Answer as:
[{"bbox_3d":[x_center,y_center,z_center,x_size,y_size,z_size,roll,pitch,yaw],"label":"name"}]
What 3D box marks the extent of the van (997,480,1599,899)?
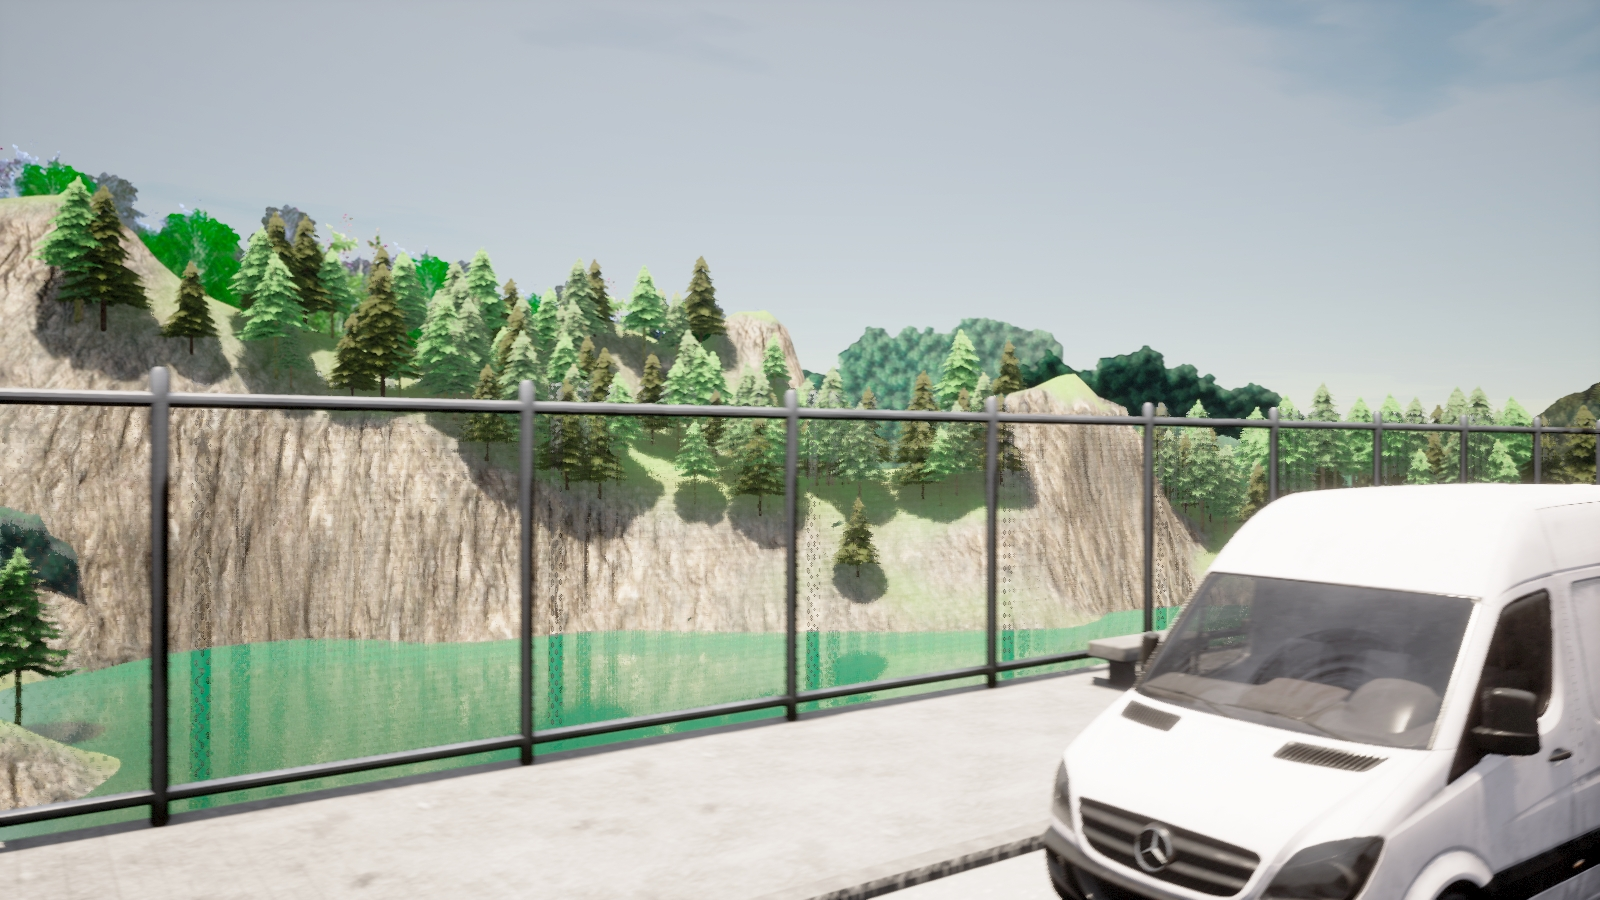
[{"bbox_3d":[4.091,1.535,7.257,5.915,2.561,1.988,0,0,-35],"label":"van"}]
